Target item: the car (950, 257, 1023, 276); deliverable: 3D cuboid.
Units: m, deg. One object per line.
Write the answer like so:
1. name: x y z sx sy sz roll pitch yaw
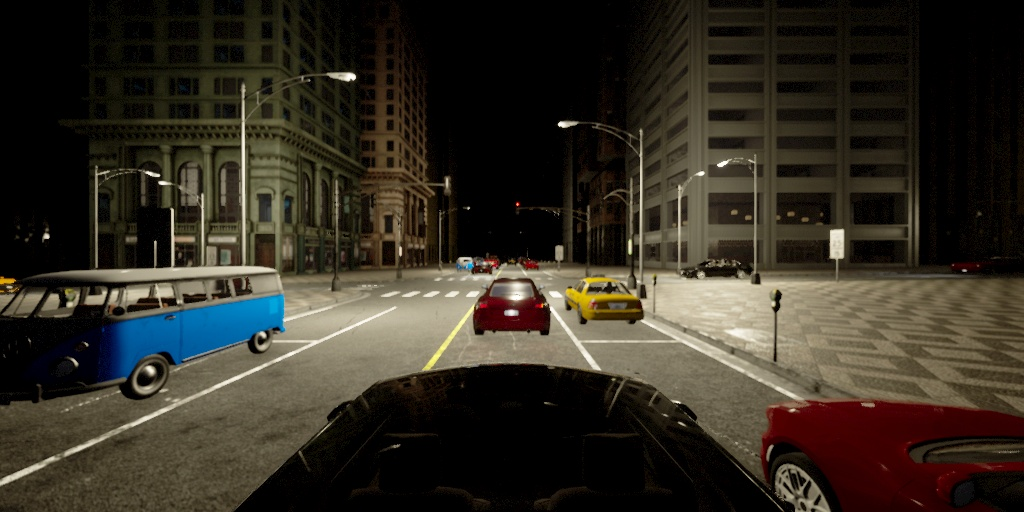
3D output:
1. car: 35.420 0.719 26.300 4.718 1.301 1.895 -1 0 0

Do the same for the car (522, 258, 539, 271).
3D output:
1. car: 2.772 1.288 49.618 1.888 1.381 4.507 0 0 0

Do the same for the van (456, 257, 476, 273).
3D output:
1. van: -5.783 1.082 44.110 1.690 1.789 3.998 0 0 0

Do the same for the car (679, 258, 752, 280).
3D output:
1. car: 14.901 0.957 26.381 4.892 1.490 1.837 -2 0 0

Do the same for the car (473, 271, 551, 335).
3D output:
1. car: 0.033 1.310 10.465 1.994 1.385 4.181 0 0 1

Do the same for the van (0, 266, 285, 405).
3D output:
1. van: -5.762 1.088 6.125 1.690 1.789 3.998 0 0 0

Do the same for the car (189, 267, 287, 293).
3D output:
1. car: -17.702 1.505 23.300 5.008 1.535 1.882 -1 0 2

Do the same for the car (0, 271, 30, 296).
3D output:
1. car: -35.171 1.809 23.362 5.008 1.535 1.882 -1 0 0

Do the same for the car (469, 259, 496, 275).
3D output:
1. car: -3.096 1.304 38.212 1.994 1.385 4.181 0 0 1

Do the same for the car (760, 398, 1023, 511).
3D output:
1. car: 2.765 1.295 0.945 1.888 1.381 4.507 0 0 0

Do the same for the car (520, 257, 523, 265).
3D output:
1. car: 2.767 1.292 60.669 1.888 1.381 4.507 0 0 0

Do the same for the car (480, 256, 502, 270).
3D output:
1. car: -3.099 0.966 53.375 2.150 2.045 5.566 0 0 0

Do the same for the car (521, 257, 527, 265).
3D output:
1. car: 2.770 1.289 55.143 1.888 1.381 4.507 0 0 0

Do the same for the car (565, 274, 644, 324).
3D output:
1. car: 2.769 1.271 11.695 1.751 1.417 4.829 0 0 0
